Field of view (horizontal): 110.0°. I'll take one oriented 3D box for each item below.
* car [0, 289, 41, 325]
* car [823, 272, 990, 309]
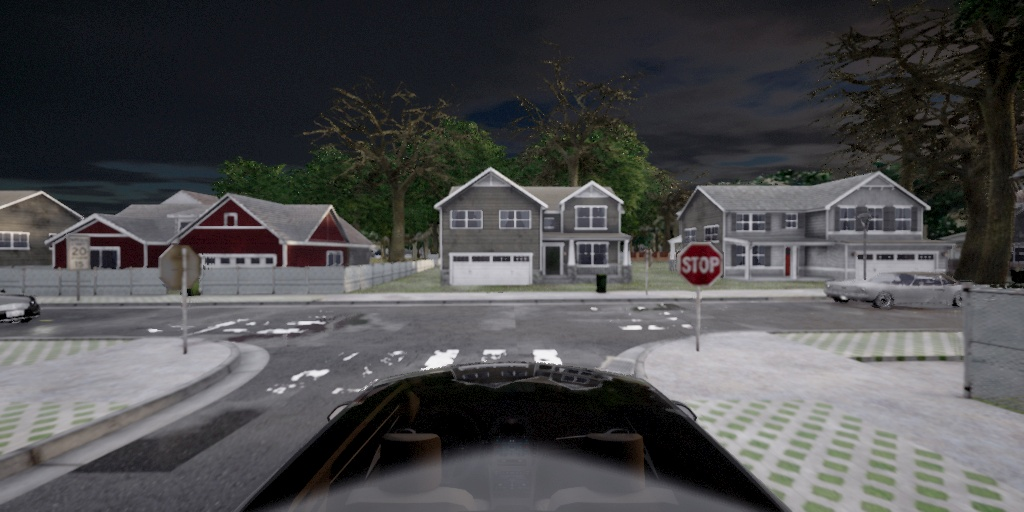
[{"bbox_3d":[-17.430,1.481,10.809,4.902,1.511,2.128,0,1,0],"label":"car"},{"bbox_3d":[15.085,1.285,13.938,4.718,1.301,1.895,-1,1,0],"label":"car"}]
